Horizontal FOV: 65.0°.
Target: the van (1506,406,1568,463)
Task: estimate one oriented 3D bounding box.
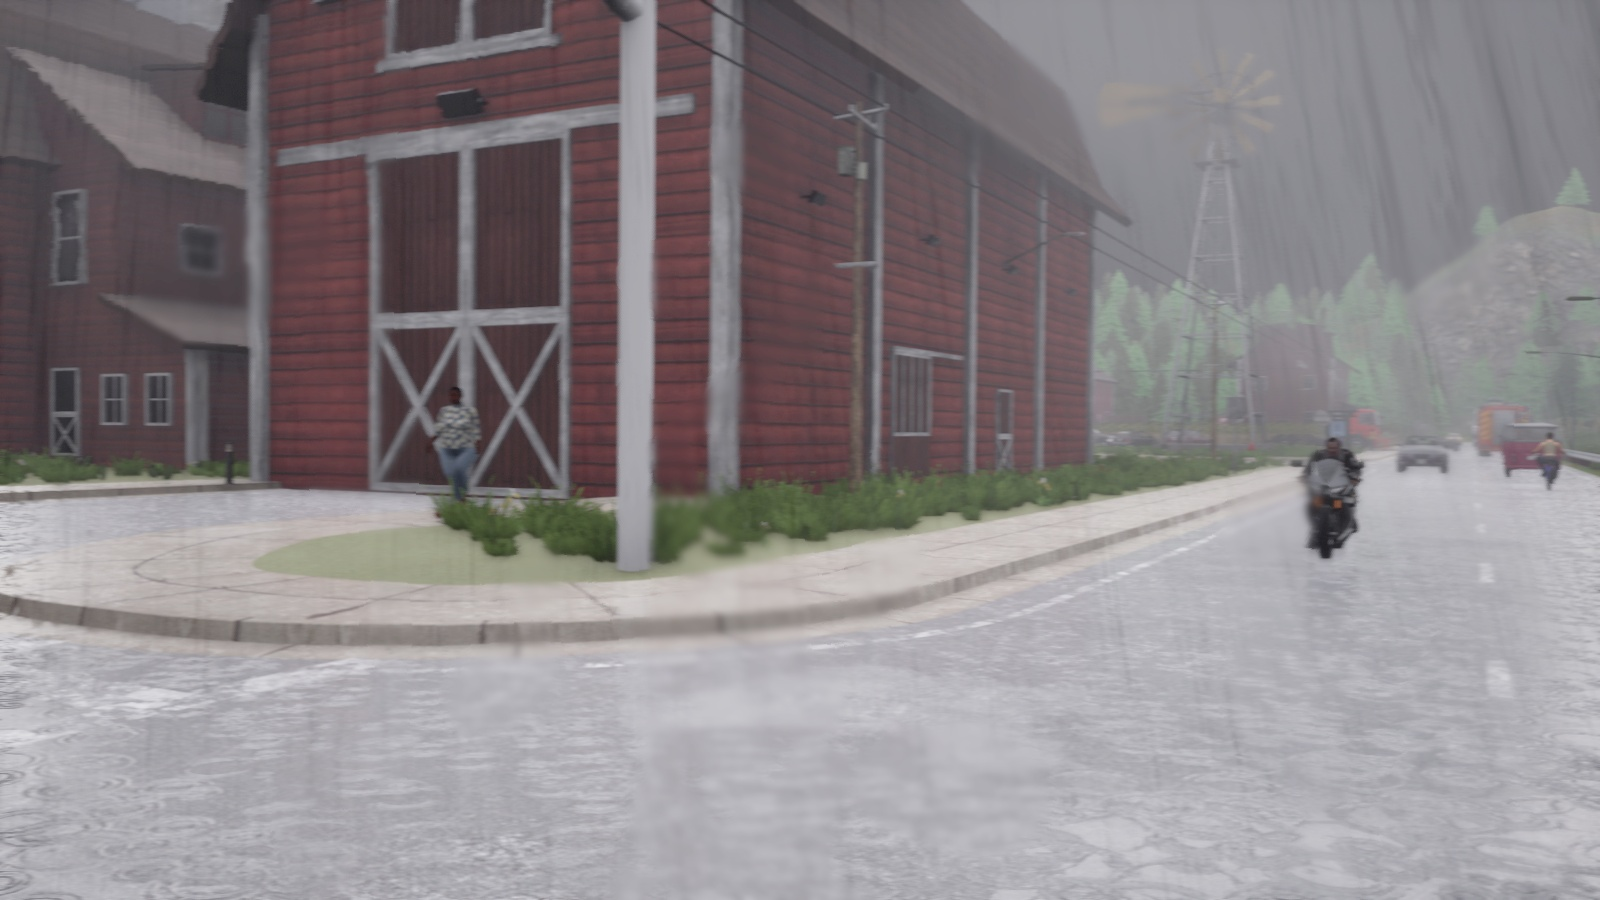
[{"bbox_3d":[26.884,-0.585,45.889,1.775,1.987,4.442,0,1,28],"label":"van"}]

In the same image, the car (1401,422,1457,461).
[{"bbox_3d":[24.559,-0.353,48.955,1.816,1.474,4.193,0,1,28],"label":"car"}]

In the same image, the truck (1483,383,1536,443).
[{"bbox_3d":[47.385,-2.439,84.043,2.891,3.827,8.468,0,1,28],"label":"truck"}]

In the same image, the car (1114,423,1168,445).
[{"bbox_3d":[25.234,-1.181,93.015,3.705,1.549,1.789,-1,2,-31],"label":"car"}]

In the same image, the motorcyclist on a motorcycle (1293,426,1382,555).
[{"bbox_3d":[6.976,0.469,16.236,0.866,1.530,2.191,0,1,28],"label":"motorcyclist on a motorcycle"}]

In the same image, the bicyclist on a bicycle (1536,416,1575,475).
[{"bbox_3d":[20.940,-0.133,34.837,0.866,1.612,1.509,0,1,29],"label":"bicyclist on a bicycle"}]

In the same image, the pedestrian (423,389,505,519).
[{"bbox_3d":[-4.938,0.055,18.506,0.874,1.855,0.900,-1,1,6],"label":"pedestrian"}]
